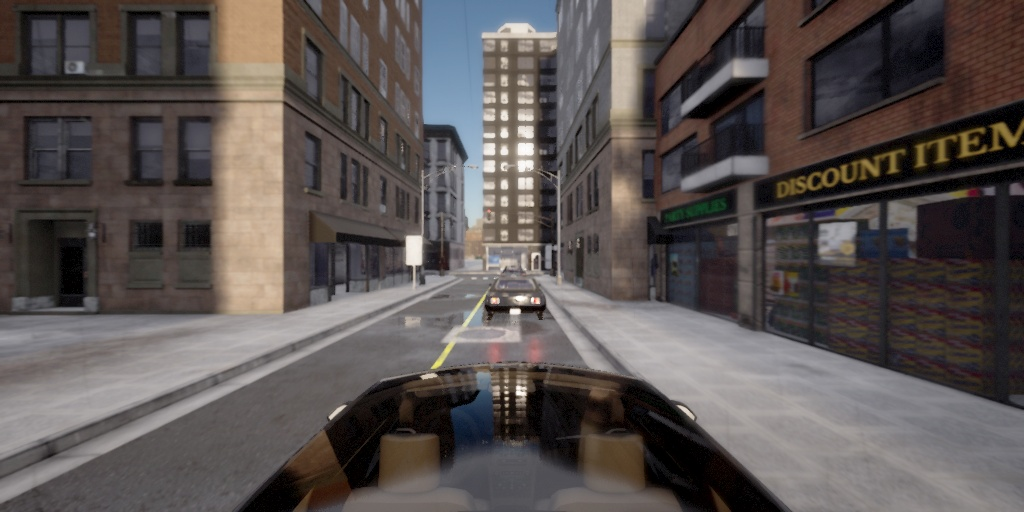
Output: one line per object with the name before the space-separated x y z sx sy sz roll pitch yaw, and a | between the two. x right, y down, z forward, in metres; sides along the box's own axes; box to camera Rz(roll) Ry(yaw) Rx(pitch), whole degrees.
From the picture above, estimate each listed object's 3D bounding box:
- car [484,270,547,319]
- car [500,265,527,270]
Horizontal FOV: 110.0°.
car | 0.104 1.364 12.806 1.895 1.301 4.718 0 0 0
car | 0.103 1.343 25.347 1.994 1.385 4.181 0 0 0
